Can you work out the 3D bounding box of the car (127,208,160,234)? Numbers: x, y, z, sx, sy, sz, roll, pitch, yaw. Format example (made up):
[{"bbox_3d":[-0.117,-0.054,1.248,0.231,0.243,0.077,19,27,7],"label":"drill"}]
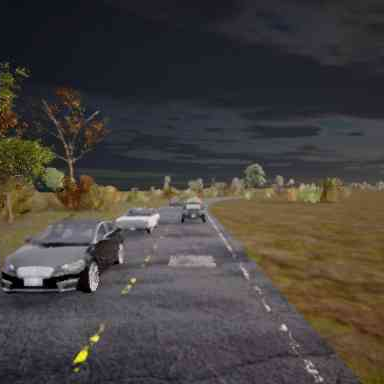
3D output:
[{"bbox_3d":[-3.048,1.601,19.397,1.895,1.301,4.718,0,0,1],"label":"car"}]

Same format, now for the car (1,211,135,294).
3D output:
[{"bbox_3d":[-3.090,1.493,8.940,2.128,1.511,4.902,0,0,0],"label":"car"}]

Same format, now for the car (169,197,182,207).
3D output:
[{"bbox_3d":[-2.476,1.499,51.914,1.837,1.490,4.892,0,0,4],"label":"car"}]

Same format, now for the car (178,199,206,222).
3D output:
[{"bbox_3d":[0.106,1.524,26.153,1.812,1.442,4.674,0,0,0],"label":"car"}]
